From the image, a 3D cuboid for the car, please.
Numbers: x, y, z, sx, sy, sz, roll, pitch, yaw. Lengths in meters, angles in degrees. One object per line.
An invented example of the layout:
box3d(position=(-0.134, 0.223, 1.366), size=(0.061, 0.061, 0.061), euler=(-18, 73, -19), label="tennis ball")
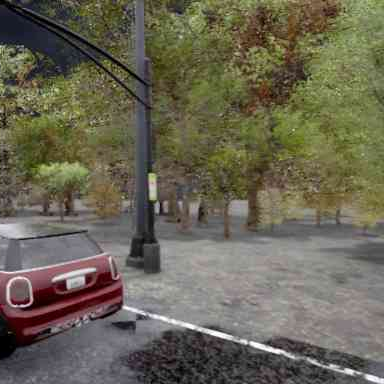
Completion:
box3d(position=(-3.437, 1.355, 6.129), size=(4.553, 1.767, 2.097), euler=(0, 1, 35), label="car")
